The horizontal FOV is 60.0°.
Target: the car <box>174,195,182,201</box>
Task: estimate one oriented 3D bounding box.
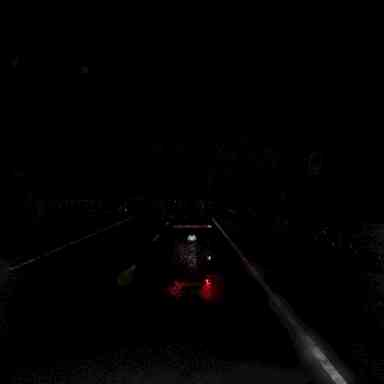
[{"bbox_3d":[-3.500,1.518,84.995,2.128,1.511,4.902,0,0,0],"label":"car"}]

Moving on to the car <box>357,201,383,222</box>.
[{"bbox_3d":[13.886,1.387,23.676,3.633,1.501,1.845,0,0,0],"label":"car"}]

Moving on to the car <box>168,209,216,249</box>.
[{"bbox_3d":[0.000,1.494,14.650,2.128,1.511,4.902,0,0,0],"label":"car"}]
